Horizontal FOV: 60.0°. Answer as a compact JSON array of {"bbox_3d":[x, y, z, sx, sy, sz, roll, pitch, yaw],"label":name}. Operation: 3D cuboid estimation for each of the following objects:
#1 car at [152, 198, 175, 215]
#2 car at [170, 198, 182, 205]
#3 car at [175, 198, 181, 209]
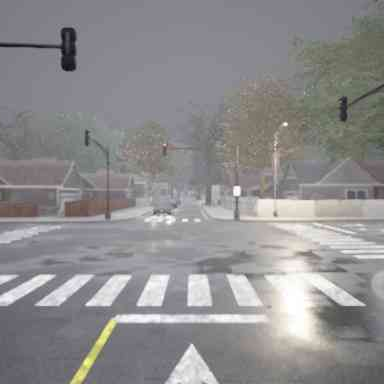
[{"bbox_3d":[-3.117,1.671,35.708,1.837,1.490,4.892,0,0,-2],"label":"car"},{"bbox_3d":[-3.142,1.888,65.712,1.994,1.385,4.181,0,0,0],"label":"car"},{"bbox_3d":[-3.142,1.718,50.011,1.882,1.535,5.008,0,0,0],"label":"car"}]
